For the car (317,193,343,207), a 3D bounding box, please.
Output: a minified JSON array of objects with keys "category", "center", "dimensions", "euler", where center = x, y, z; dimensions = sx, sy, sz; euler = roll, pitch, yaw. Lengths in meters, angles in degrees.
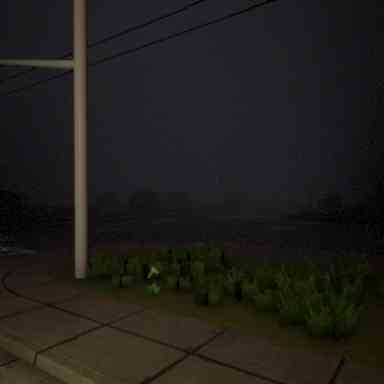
[{"category":"car","center":[17.908,1.196,43.392],"dimensions":[1.905,1.878,3.866],"euler":[-6,-1,-8]}]
